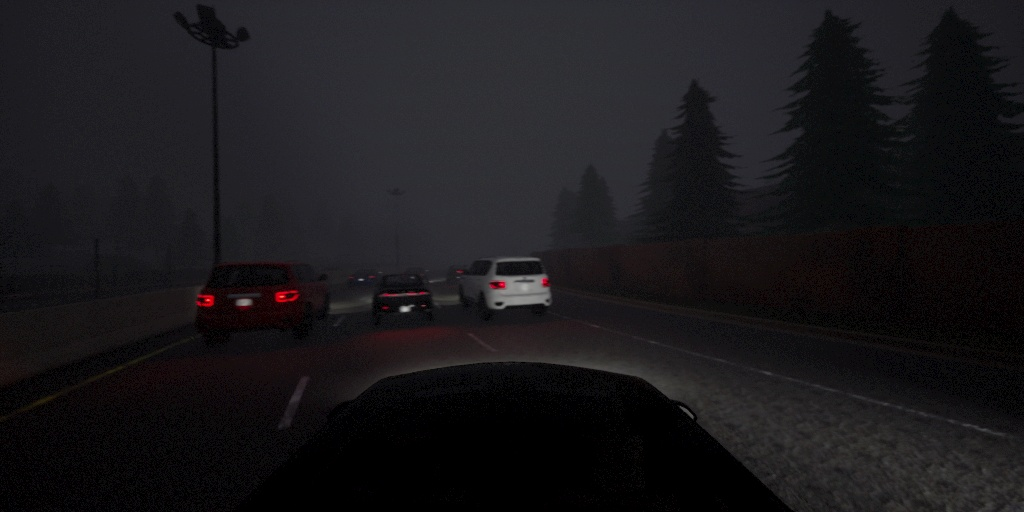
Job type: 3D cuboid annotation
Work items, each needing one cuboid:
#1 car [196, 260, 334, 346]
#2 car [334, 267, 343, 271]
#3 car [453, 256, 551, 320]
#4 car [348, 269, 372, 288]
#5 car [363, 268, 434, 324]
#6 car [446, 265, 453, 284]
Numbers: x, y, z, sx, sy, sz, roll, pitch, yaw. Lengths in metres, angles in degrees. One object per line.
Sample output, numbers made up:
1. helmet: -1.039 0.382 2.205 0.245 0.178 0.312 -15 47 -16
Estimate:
1. car: -6.902 1.165 10.562 2.150 2.045 5.566 -1 0 -20
2. car: -19.489 1.888 38.213 2.128 1.511 4.902 -1 0 -2
3. car: -0.496 1.044 13.395 2.150 2.045 5.566 -1 0 -19
4. car: -11.184 1.691 27.784 1.994 1.385 4.181 -1 0 -9
5. car: -3.943 1.385 12.804 2.128 1.511 4.902 -1 0 -20
6. car: -4.542 1.491 30.439 2.128 1.511 4.902 -1 0 -8
